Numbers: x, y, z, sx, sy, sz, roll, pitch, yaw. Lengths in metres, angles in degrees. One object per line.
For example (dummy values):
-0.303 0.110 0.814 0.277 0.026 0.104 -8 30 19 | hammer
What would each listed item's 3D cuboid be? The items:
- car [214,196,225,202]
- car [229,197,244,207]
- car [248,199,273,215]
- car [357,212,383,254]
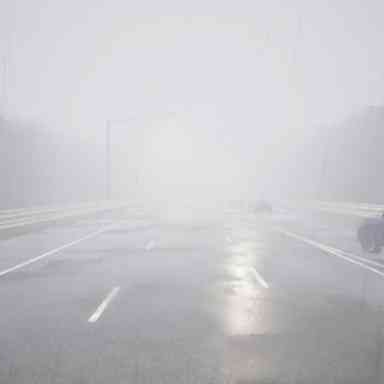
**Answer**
7.198 1.816 82.689 1.812 1.442 4.674 0 -1 0 | car
7.054 1.523 53.319 1.882 1.535 5.008 0 0 0 | car
7.011 1.509 34.316 1.837 1.490 4.892 0 0 0 | car
7.603 1.231 10.390 2.150 2.045 5.566 0 0 -6 | car
